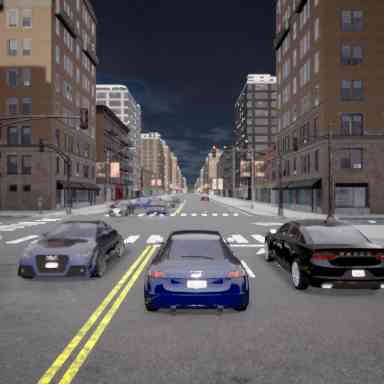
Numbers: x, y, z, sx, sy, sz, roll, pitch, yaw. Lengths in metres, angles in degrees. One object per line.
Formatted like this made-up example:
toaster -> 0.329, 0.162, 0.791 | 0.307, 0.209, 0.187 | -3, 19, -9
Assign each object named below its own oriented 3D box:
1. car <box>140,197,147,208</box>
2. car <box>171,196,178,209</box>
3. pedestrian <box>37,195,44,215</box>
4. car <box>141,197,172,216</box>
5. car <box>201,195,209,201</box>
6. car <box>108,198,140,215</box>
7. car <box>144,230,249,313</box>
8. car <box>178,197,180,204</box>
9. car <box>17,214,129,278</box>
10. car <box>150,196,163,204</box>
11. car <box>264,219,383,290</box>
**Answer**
car -> -6.633, 1.475, 45.740 | 1.882, 1.535, 5.008 | 0, 0, 0
car -> -3.382, 1.522, 46.617 | 1.812, 1.442, 4.674 | 0, 0, 0
pedestrian -> -14.166, 1.170, 31.071 | 0.375, 1.860, 0.375 | 0, 0, 0
car -> -3.377, 1.550, 32.986 | 2.033, 1.411, 5.357 | 0, 0, 0
car -> 3.187, 1.465, 80.561 | 1.882, 1.535, 5.008 | 0, 0, 0
car -> -6.623, 1.500, 31.637 | 2.128, 1.511, 4.902 | 0, 0, 0
car -> 0.082, 1.564, 7.759 | 1.994, 1.385, 4.181 | 0, 0, 0
car -> -3.344, 1.496, 64.595 | 1.837, 1.490, 4.892 | 0, 0, 1
car -> -3.356, 1.564, 9.957 | 1.994, 1.385, 4.181 | 0, 0, 0
car -> -6.608, 1.557, 61.960 | 1.994, 1.385, 4.181 | 0, 0, 0
car -> 3.331, 1.478, 9.137 | 1.882, 1.535, 5.008 | 0, 0, 0
